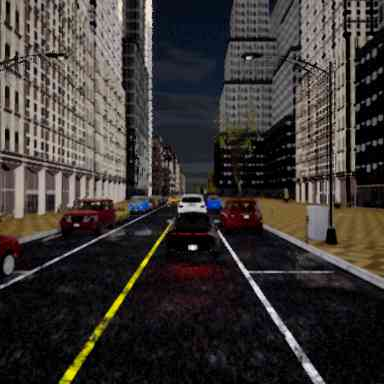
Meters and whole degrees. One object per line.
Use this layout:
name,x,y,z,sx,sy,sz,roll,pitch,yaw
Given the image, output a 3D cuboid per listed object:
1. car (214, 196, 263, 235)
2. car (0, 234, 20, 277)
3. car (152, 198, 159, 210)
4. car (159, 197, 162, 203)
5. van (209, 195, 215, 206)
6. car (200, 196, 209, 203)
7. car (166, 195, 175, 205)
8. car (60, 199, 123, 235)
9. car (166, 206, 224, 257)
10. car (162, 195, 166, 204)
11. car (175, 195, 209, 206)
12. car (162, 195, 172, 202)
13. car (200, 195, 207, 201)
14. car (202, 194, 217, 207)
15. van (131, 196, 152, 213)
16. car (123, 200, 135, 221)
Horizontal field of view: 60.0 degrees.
car,2.696,1.314,18.891,2.192,1.841,5.009,0,0,0
car,-5.688,1.544,7.536,1.887,1.381,4.507,0,0,0
car,-5.696,1.445,41.670,1.967,1.590,4.097,0,0,0
car,-5.698,1.533,47.189,1.752,1.417,4.829,0,0,0
van,2.693,1.346,41.647,1.690,1.788,3.998,0,0,0
car,2.659,1.607,70.092,1.802,1.307,4.206,0,0,0
car,-3.064,1.493,58.703,1.882,1.535,5.008,0,0,0
car,-5.689,1.314,18.915,2.192,1.841,5.009,0,0,0
car,0.043,1.505,13.010,1.837,1.490,4.892,0,0,0
car,-5.703,1.571,64.427,2.008,1.369,4.403,0,0,0
car,0.029,1.224,26.901,2.150,2.045,5.566,0,0,1
car,-5.705,1.471,75.805,1.967,1.590,4.097,0,0,0
car,2.977,1.501,88.858,1.801,1.575,5.366,0,0,0
car,2.692,1.326,53.025,2.192,1.841,5.009,0,0,0
van,-5.694,1.344,35.981,1.690,1.788,3.998,0,0,0
car,-5.692,1.526,24.434,1.752,1.417,4.829,0,0,0
